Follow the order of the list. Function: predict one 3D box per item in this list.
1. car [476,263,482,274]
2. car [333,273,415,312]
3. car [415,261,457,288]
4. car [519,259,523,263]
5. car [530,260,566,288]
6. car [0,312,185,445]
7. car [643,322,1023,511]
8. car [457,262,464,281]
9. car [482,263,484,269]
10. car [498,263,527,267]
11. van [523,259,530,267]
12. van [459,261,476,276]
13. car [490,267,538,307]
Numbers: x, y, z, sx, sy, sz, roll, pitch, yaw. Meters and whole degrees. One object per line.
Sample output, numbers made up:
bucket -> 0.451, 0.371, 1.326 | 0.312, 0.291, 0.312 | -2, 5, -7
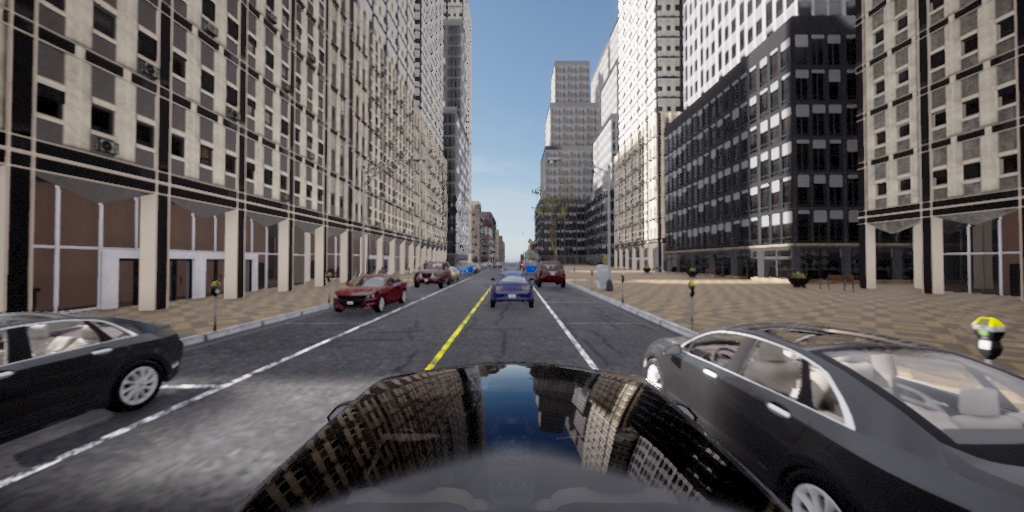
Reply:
car -> -5.671, 1.649, 48.960 | 1.967, 1.591, 4.097 | 0, 0, 0
car -> -5.685, 1.419, 14.829 | 1.888, 1.381, 4.507 | 0, 0, 0
car -> -5.680, 1.299, 26.207 | 2.192, 1.841, 5.009 | 0, 0, 0
car -> 2.724, 1.640, 60.309 | 2.192, 1.841, 5.009 | 0, 0, 0
car -> 2.705, 1.299, 26.177 | 2.192, 1.841, 5.009 | 0, 0, 0
car -> -5.690, 1.317, 3.451 | 2.007, 1.370, 4.403 | 0, 0, 0
car -> 2.691, 1.316, 3.423 | 2.007, 1.370, 4.403 | 0, 0, 0
car -> -5.678, 1.565, 31.725 | 1.751, 1.417, 4.829 | 0, 0, 0
car -> -5.669, 1.792, 54.479 | 1.751, 1.417, 4.829 | 0, 0, 0
car -> 0.016, 1.597, 31.171 | 1.994, 1.385, 4.181 | 0, -1, 0
van -> 2.717, 1.550, 48.931 | 1.690, 1.789, 3.998 | 0, 0, 0
van -> -5.673, 1.493, 43.272 | 1.690, 1.789, 3.998 | 0, 0, 0
car -> 0.010, 1.414, 16.247 | 1.812, 1.442, 4.674 | 0, 0, 0
